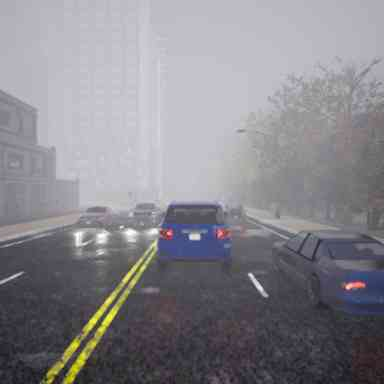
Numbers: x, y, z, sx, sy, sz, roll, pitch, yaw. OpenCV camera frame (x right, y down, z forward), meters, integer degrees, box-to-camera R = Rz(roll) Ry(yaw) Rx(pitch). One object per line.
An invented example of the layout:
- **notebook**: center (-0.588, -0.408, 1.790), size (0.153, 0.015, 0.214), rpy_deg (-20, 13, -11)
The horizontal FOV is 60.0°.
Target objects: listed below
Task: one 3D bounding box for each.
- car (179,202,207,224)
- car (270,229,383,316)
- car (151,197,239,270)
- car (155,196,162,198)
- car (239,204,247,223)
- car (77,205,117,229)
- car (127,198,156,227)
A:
- **car**: center (0.088, 1.689, 27.660), size (2.128, 1.511, 4.902), rpy_deg (0, 0, 0)
- **car**: center (3.317, 1.607, 7.941), size (2.033, 1.411, 5.357), rpy_deg (0, 0, 0)
- **car**: center (0.086, 1.305, 11.462), size (2.150, 2.045, 5.566), rpy_deg (0, -1, 0)
- **car**: center (-6.496, 1.542, 65.175), size (1.882, 1.535, 5.008), rpy_deg (0, 0, 0)
- **car**: center (3.338, 1.689, 27.685), size (2.128, 1.511, 4.902), rpy_deg (0, 0, 0)
- **car**: center (-6.594, 1.696, 23.486), size (1.812, 1.442, 4.674), rpy_deg (0, 0, 0)
- **car**: center (-3.348, 1.527, 24.360), size (2.097, 1.767, 4.553), rpy_deg (0, 0, 0)
